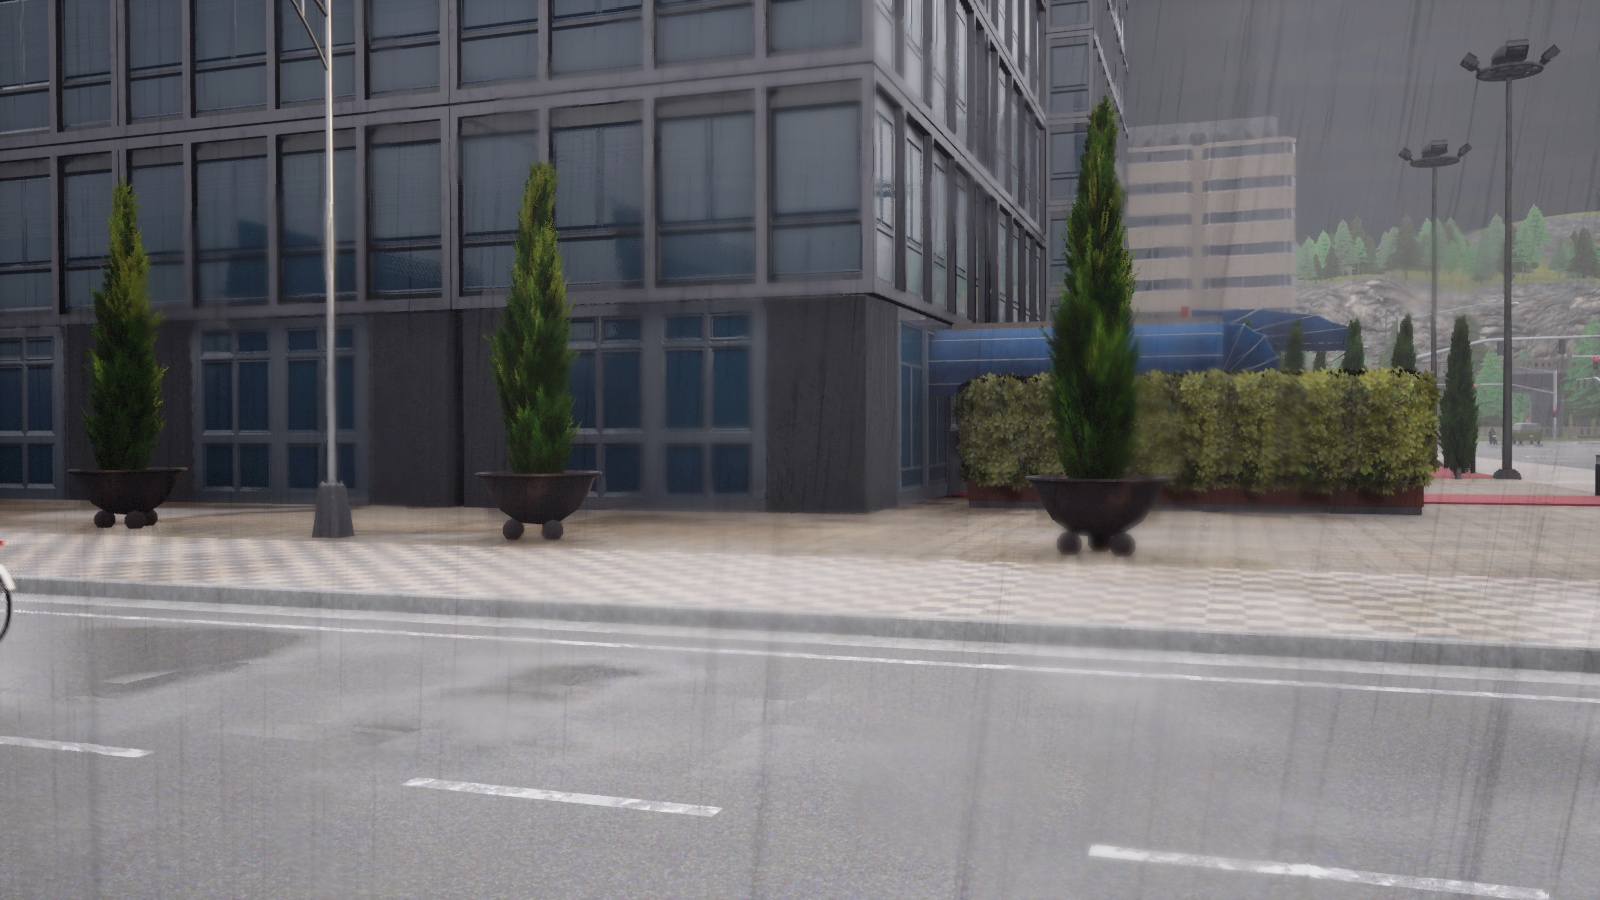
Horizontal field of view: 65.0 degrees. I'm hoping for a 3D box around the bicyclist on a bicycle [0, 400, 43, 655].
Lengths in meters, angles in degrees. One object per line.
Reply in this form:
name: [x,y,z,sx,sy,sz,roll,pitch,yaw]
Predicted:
bicyclist on a bicycle: [-6.448,0.528,9.051,1.843,1.776,0.659,1,1,19]
